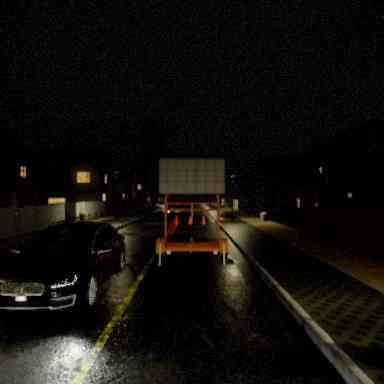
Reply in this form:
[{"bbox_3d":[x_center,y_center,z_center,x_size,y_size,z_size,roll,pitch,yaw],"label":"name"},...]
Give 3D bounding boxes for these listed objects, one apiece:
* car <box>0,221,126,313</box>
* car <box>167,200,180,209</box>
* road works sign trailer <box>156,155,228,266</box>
[{"bbox_3d":[-2.847,1.533,7.966,1.837,1.490,4.892,0,0,0],"label":"car"},{"bbox_3d":[-2.826,1.882,50.199,2.033,1.411,5.357,0,-1,0],"label":"car"},{"bbox_3d":[0.005,0.507,11.684,2.380,3.560,2.880,0,0,0],"label":"road works sign trailer"}]
